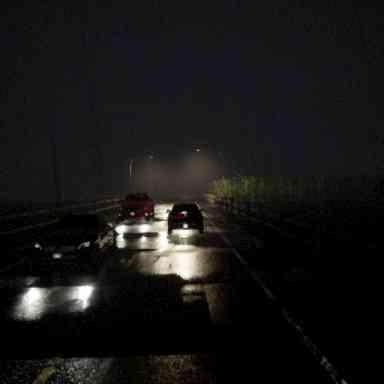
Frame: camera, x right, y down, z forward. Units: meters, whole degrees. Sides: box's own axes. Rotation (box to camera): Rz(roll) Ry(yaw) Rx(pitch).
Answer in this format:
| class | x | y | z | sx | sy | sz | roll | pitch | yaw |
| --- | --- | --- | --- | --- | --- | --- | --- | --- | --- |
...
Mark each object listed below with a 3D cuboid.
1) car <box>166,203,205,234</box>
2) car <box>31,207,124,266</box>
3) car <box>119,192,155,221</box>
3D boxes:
| class | x | y | z | sx | sy | sz | roll | pitch | yaw |
| --- | --- | --- | --- | --- | --- | --- | --- | --- | --- |
| car | -0.368 | 1.359 | 18.371 | 1.837 | 1.490 | 4.892 | -1 | 0 | -1 |
| car | -3.799 | 1.474 | 11.518 | 1.812 | 1.442 | 4.674 | -1 | 0 | -2 |
| car | -4.106 | 1.047 | 25.432 | 2.150 | 2.045 | 5.566 | -1 | 2 | -1 |
